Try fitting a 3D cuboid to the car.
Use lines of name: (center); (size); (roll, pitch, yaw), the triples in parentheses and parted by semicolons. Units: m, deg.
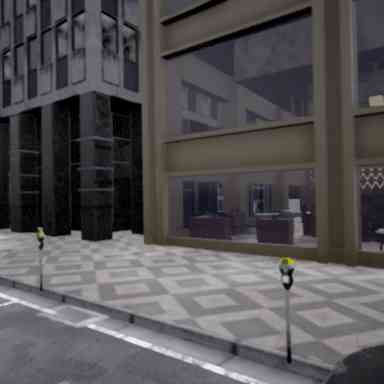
car: (3.011, 1.484, 1.298); (4.892, 1.490, 1.837); (-1, 0, 35)
